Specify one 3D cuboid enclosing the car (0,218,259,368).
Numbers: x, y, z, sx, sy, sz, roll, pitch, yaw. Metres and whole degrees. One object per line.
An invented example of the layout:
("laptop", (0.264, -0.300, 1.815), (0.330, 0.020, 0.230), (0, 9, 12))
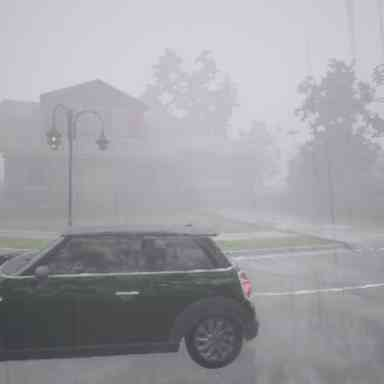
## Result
("car", (-1.425, 1.255, 4.906), (4.553, 1.767, 2.097), (1, 1, -7))
